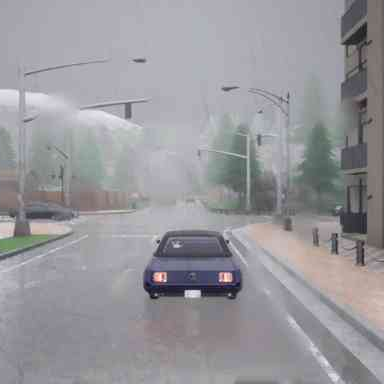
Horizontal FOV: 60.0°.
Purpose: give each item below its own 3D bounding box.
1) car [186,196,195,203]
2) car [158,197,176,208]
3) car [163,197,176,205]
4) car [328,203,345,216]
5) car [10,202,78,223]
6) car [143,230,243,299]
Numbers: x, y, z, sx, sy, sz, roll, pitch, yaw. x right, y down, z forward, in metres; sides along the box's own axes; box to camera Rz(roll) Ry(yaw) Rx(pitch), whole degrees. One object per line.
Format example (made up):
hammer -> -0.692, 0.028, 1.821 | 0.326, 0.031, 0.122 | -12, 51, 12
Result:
car -> -0.305, 1.547, 68.230 | 2.033, 1.411, 5.357 | 0, 0, 0
car -> -3.790, 1.547, 47.897 | 2.033, 1.411, 5.357 | 0, 0, 0
car -> -3.816, 1.564, 57.886 | 1.994, 1.385, 4.181 | 0, 0, 1
car -> 14.709, 1.367, 29.892 | 4.553, 1.767, 2.097 | 0, 0, -1
car -> -11.135, 1.479, 25.090 | 4.902, 1.511, 2.128 | 0, 0, 6
car -> 0.026, 1.601, 8.381 | 1.895, 1.301, 4.718 | 0, 0, 0
